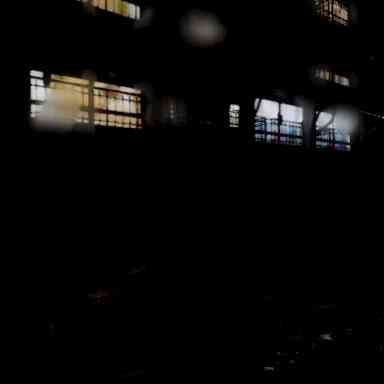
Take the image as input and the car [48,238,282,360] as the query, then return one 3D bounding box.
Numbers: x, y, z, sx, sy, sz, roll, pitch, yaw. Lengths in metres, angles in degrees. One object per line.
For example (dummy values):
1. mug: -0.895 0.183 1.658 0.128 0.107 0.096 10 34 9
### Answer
1. car: -0.210 1.565 5.958 4.313 1.339 1.947 0 -1 -35
